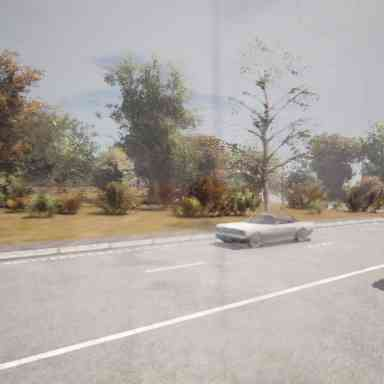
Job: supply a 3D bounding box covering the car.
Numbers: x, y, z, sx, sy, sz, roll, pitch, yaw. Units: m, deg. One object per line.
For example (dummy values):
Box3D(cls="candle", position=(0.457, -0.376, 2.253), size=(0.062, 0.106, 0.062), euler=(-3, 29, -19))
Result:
Box3D(cls="car", position=(3.282, 1.613, 14.824), size=(4.718, 1.301, 1.895), euler=(0, 0, -35))
